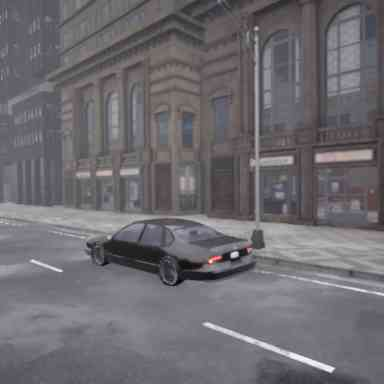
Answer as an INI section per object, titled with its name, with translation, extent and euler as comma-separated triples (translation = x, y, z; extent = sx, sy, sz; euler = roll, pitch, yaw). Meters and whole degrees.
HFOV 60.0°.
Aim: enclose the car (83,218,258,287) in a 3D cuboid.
[car]
translation = -0.882, 1.429, 9.055
extent = 5.357, 1.411, 2.033
euler = 0, 1, 44
